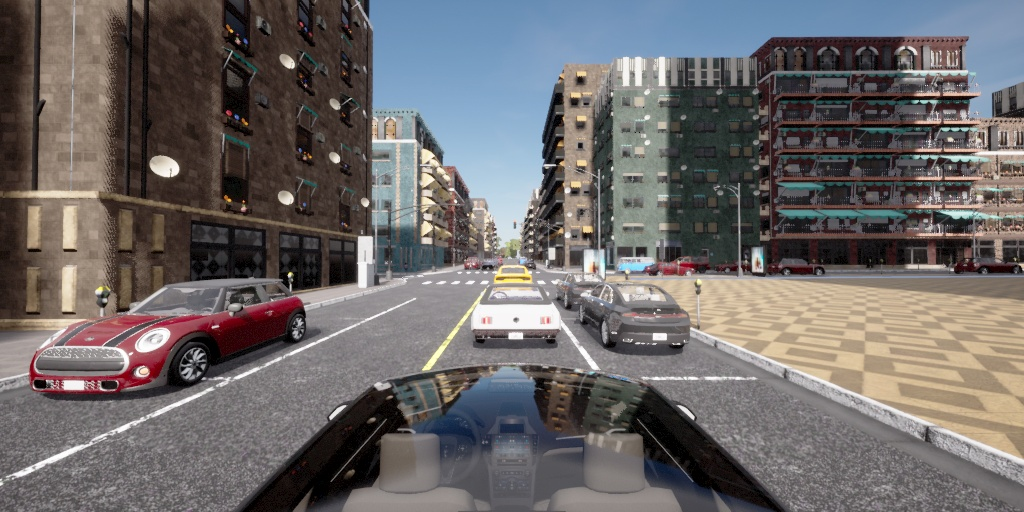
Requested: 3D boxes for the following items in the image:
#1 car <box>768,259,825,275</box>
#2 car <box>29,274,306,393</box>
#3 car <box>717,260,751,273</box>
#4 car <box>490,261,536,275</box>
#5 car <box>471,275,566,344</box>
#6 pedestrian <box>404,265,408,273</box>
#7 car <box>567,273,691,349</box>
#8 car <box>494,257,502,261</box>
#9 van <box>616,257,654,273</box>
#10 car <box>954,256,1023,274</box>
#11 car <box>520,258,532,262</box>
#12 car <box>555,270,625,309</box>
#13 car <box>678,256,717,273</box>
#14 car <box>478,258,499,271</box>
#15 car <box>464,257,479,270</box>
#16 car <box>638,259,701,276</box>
[{"bbox_3d":[24.699,0.936,31.176,4.097,1.591,1.967,0,0,0],"label":"car"},{"bbox_3d":[-5.830,1.191,6.756,1.967,1.591,4.097,0,0,0],"label":"car"},{"bbox_3d":[24.743,1.165,39.556,4.507,1.381,1.888,0,0,0],"label":"car"},{"bbox_3d":[0.055,1.233,19.047,1.882,1.535,5.008,0,0,0],"label":"car"},{"bbox_3d":[0.082,1.353,9.593,1.895,1.301,4.718,0,0,0],"label":"car"},{"bbox_3d":[-12.618,1.097,42.705,0.375,1.860,0.375,0,0,0],"label":"pedestrian"},{"bbox_3d":[2.805,1.303,9.011,2.007,1.370,4.403,0,0,0],"label":"car"},{"bbox_3d":[-3.211,1.319,60.157,2.033,1.411,5.357,0,0,0],"label":"car"},{"bbox_3d":[13.688,1.046,39.611,3.998,1.789,1.690,0,0,0],"label":"van"},{"bbox_3d":[41.281,0.811,31.093,4.097,1.591,1.967,0,0,0],"label":"car"},{"bbox_3d":[2.580,1.334,52.773,1.948,1.339,4.313,0,0,0],"label":"car"},{"bbox_3d":[2.793,1.304,14.580,2.007,1.370,4.403,0,0,0],"label":"car"},{"bbox_3d":[19.215,0.977,39.583,5.009,1.841,2.192,0,0,0],"label":"car"},{"bbox_3d":[-3.222,1.368,50.464,1.895,1.301,4.718,0,0,1],"label":"car"},{"bbox_3d":[-5.801,1.083,52.794,2.192,1.841,5.009,0,0,0],"label":"car"},{"bbox_3d":[13.644,1.163,31.231,4.207,1.307,1.802,0,0,0],"label":"car"}]
